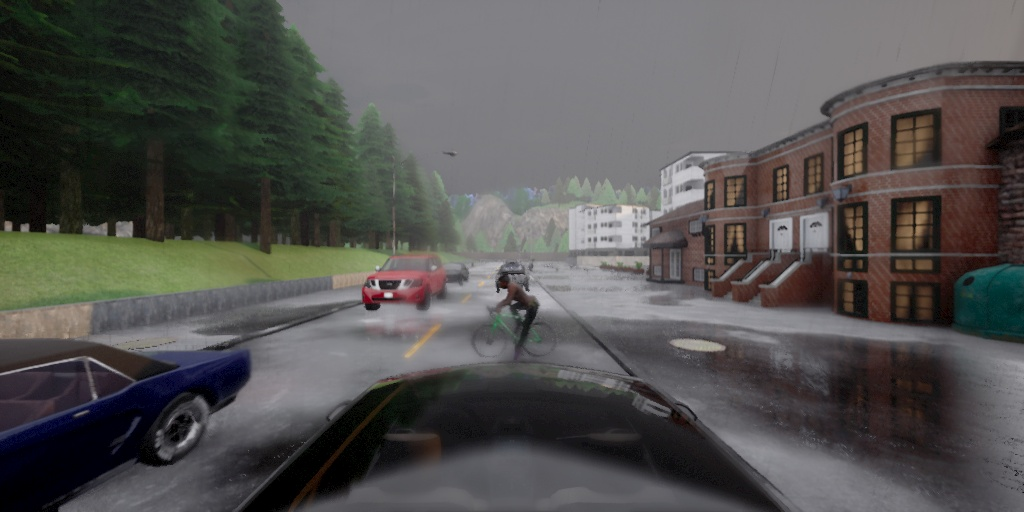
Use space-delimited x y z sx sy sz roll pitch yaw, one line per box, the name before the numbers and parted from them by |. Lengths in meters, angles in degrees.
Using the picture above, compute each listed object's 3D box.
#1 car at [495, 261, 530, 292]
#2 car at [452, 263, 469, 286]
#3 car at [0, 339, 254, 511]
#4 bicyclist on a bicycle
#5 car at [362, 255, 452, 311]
car | 0.036 1.222 21.280 2.128 1.511 4.902 0 0 0
car | -4.154 1.204 25.250 1.882 1.535 5.008 0 0 0
car | -4.107 1.350 2.152 1.895 1.301 4.718 0 0 0
bicyclist on a bicycle | 0.033 1.184 6.966 1.656 1.620 0.582 -2 0 0
car | -4.140 0.959 14.782 2.150 2.045 5.566 0 0 0
